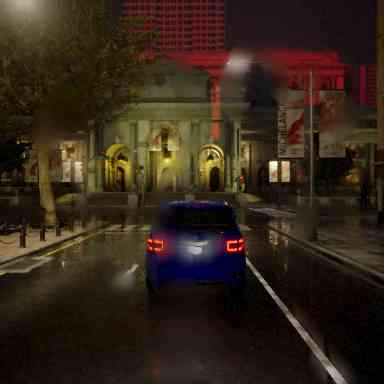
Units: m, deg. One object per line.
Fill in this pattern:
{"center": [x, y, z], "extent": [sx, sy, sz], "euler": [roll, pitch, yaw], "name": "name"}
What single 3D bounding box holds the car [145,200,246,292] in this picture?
{"center": [0.099, 1.221, 9.078], "extent": [2.150, 2.045, 5.566], "euler": [0, 0, 1], "name": "car"}
